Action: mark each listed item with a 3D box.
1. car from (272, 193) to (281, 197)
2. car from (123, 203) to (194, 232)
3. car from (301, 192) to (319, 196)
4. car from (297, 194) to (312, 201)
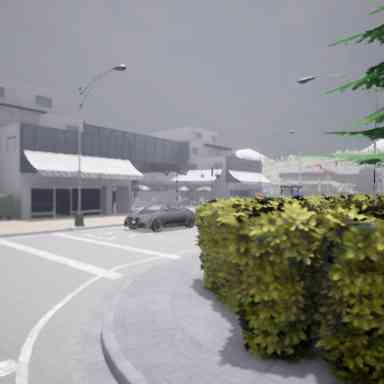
[{"bbox_3d":[19.201,1.075,74.762,1.970,1.475,3.806,1,0,38],"label":"car"},{"bbox_3d":[-1.667,1.304,18.058,1.994,1.385,4.181,1,0,38],"label":"car"},{"bbox_3d":[12.803,1.116,36.185,2.097,1.767,4.553,1,0,39],"label":"car"},{"bbox_3d":[26.446,1.177,78.019,2.007,1.523,4.514,1,0,38],"label":"car"}]
